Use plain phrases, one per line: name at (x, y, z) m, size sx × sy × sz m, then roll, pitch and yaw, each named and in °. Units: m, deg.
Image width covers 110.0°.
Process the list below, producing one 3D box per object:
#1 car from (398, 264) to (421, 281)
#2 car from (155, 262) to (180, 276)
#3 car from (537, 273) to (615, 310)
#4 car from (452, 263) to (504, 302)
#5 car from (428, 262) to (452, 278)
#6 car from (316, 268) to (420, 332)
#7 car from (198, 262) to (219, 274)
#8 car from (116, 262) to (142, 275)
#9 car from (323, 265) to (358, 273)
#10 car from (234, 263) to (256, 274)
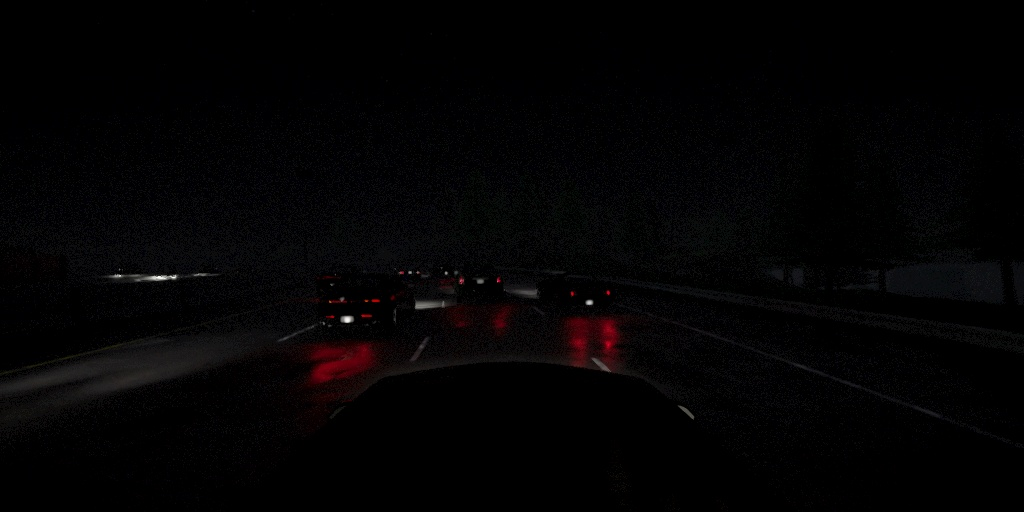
car at (-8.692, 1.338, 29.833) m, size 2.033 × 1.411 × 5.357 m, roll 0°, pitch 0°, yaw -21°
car at (-40.081, 1.467, 41.841) m, size 2.128 × 1.511 × 4.902 m, roll 0°, pitch 0°, yaw -41°
car at (2.354, 1.331, 14.651) m, size 1.895 × 1.301 × 4.718 m, roll 0°, pitch 0°, yaw -9°
car at (-1.695, 1.105, 17.297) m, size 2.097 × 1.767 × 4.553 m, roll 0°, pitch 0°, yaw -10°
car at (-6.783, 1.281, 34.264) m, size 1.837 × 1.490 × 4.892 m, roll 0°, pitch 0°, yaw -22°
car at (-4.222, 1.276, 11.046) m, size 1.837 × 1.490 × 4.892 m, roll 0°, pitch 0°, yaw -6°
car at (-38.768, 1.514, 45.757) m, size 2.033 × 1.411 × 5.357 m, roll 0°, pitch 0°, yaw -42°
car at (-46.515, 1.518, 43.600) m, size 4.892 × 1.490 × 1.837 m, roll 0°, pitch 0°, yaw 44°
car at (-9.473, 1.277, 20.327) m, size 1.882 × 1.535 × 5.008 m, roll 0°, pitch 0°, yaw -13°
car at (-32.812, 1.495, 43.991) m, size 1.994 × 1.385 × 4.181 m, roll 0°, pitch 0°, yaw -38°
